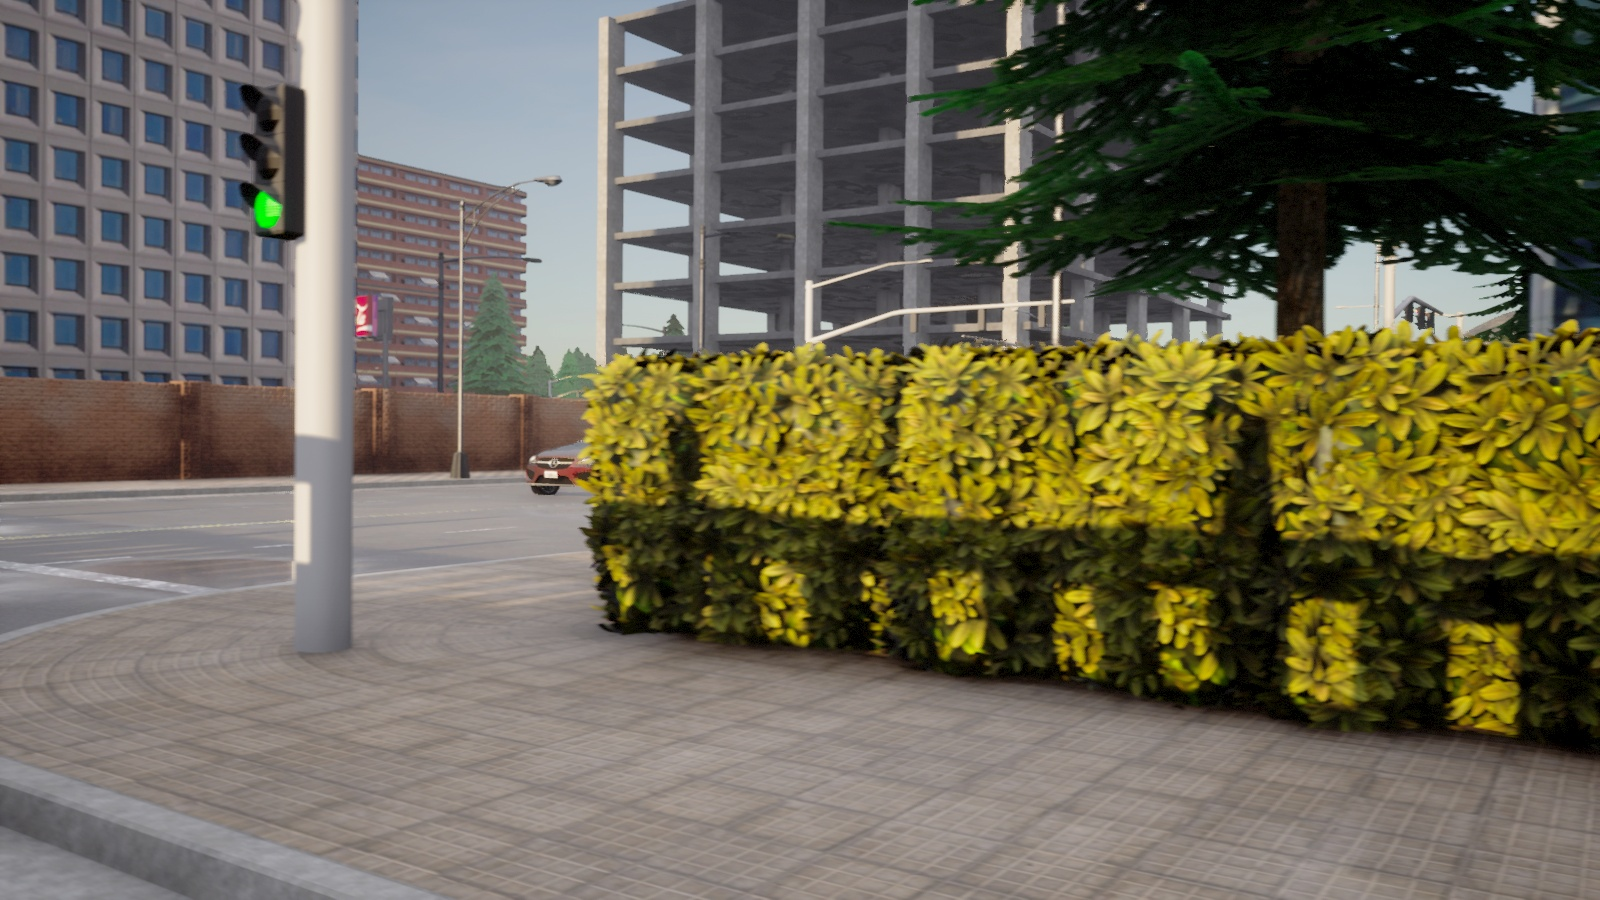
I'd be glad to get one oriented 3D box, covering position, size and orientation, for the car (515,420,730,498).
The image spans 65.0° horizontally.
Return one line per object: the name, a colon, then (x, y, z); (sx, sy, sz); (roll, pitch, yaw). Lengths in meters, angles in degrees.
car: (-4.017, 0.138, 29.298); (2.152, 1.651, 5.027); (0, 1, 33)
